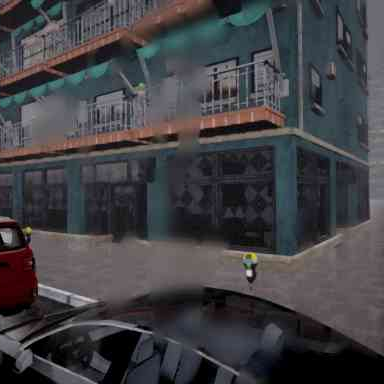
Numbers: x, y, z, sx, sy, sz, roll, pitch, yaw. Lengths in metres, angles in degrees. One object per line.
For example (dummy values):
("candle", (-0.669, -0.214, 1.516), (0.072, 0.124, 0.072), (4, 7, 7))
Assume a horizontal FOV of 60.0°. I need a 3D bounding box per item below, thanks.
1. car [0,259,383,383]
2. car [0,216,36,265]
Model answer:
("car", (-0.296, 1.566, 2.942), (4.313, 1.339, 1.947), (0, -1, 35))
("car", (-4.907, 1.317, 6.227), (5.009, 1.841, 2.192), (0, -1, 35))
